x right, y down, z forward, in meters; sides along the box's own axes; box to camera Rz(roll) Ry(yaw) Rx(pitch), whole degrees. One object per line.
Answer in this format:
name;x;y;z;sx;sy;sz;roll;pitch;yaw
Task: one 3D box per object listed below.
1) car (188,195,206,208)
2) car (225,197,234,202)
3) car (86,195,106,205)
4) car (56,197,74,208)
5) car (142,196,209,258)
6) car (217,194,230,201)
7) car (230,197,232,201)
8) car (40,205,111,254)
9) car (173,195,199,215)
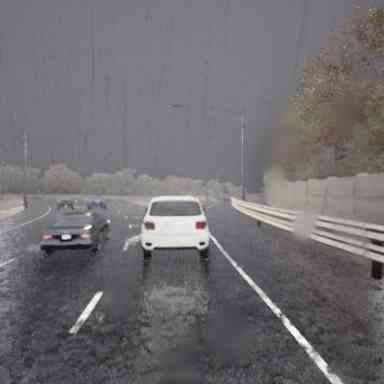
car;0.691;1.227;43.866;1.882;1.535;5.008;0;0;7
car;10.552;2.183;94.186;1.994;1.385;4.181;0;-4;14
car;-11.973;1.184;41.373;2.097;1.767;4.553;0;0;-21
car;-15.858;1.356;41.627;1.837;1.490;4.892;0;0;-23
car;-0.610;1.153;12.583;2.150;2.045;5.566;0;0;-3
car;7.070;1.288;78.343;2.033;1.411;5.357;0;-2;12
car;9.098;1.838;87.866;1.837;1.490;4.892;0;-3;13
car;-4.406;1.496;13.281;2.033;1.411;5.357;0;0;-8
car;-0.506;1.176;31.760;2.097;1.767;4.553;0;0;3
